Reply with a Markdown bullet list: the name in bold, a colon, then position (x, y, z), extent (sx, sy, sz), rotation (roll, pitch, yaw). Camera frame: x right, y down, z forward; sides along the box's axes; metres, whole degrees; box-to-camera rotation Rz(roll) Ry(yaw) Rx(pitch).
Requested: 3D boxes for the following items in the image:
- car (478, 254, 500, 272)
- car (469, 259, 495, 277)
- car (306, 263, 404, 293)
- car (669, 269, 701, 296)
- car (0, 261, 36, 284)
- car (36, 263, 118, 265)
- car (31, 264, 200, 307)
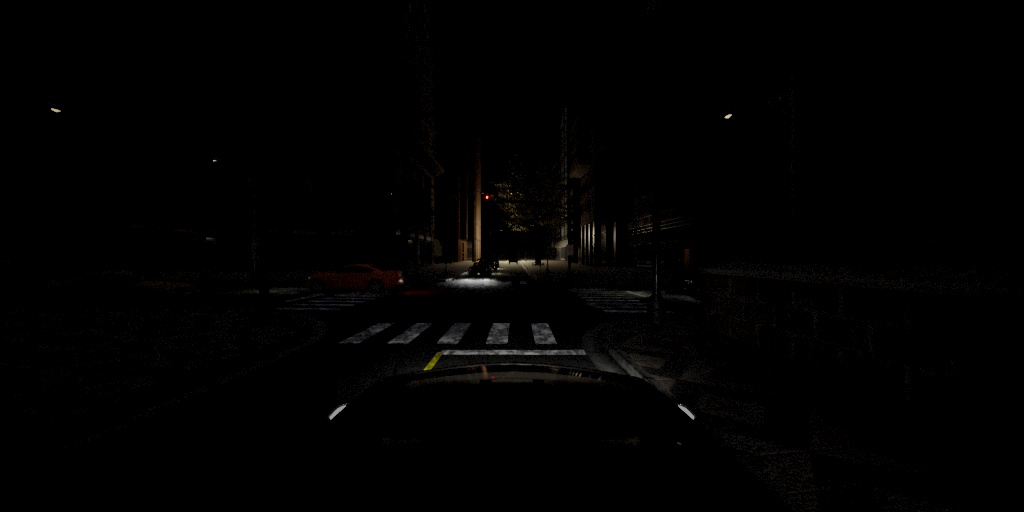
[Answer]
- **car**: position (-2.946, 0.830, 44.215), extent (2.150, 2.045, 5.566), rotation (0, 0, -1)
- **car**: position (-2.981, 1.274, 34.402), extent (1.895, 1.301, 4.718), rotation (0, 0, 0)
- **car**: position (-8.540, 1.164, 19.637), extent (5.008, 1.535, 1.882), rotation (1, 0, 1)
- **car**: position (11.380, 1.304, 19.450), extent (5.008, 1.535, 1.882), rotation (0, 0, 1)
- **car**: position (-31.852, 0.974, 22.524), extent (4.507, 1.381, 1.888), rotation (0, 0, 1)
- **car**: position (-26.235, 1.065, 22.471), extent (4.313, 1.339, 1.948), rotation (0, 0, 1)
- **car**: position (-14.896, 1.146, 13.836), extent (4.829, 1.417, 1.751), rotation (0, 0, 1)
